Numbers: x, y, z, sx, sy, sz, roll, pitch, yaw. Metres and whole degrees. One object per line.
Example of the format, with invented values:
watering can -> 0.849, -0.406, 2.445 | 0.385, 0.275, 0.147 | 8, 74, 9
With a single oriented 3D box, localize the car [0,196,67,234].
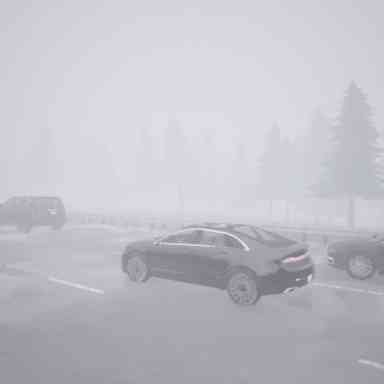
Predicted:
car -> -9.648, 1.223, 19.470 | 5.566, 2.045, 2.150 | 0, 0, 35

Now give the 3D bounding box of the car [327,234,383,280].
car -> 5.994, 1.505, 8.315 | 4.892, 1.490, 1.837 | 0, 0, 35

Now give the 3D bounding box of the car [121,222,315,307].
car -> 0.371, 1.492, 8.025 | 4.902, 1.511, 2.128 | 0, 0, 36
